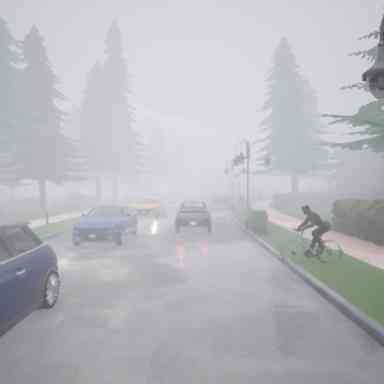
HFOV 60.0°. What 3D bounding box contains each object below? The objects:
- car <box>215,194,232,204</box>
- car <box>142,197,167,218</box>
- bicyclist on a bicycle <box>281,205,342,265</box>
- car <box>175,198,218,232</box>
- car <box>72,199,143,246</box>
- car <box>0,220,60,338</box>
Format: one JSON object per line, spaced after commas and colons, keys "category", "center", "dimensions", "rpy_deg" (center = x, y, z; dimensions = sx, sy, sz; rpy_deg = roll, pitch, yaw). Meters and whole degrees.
{"category": "car", "center": [4.524, 0.916, 48.222], "dimensions": [1.994, 1.385, 4.181], "rpy_deg": [0, 1, 16]}
{"category": "car", "center": [-3.208, 1.138, 25.927], "dimensions": [1.882, 1.535, 5.008], "rpy_deg": [0, 1, 5]}
{"category": "bicyclist on a bicycle", "center": [3.216, 1.175, 8.948], "dimensions": [1.656, 1.620, 0.582], "rpy_deg": [0, 1, 0]}
{"category": "car", "center": [0.103, 1.247, 18.271], "dimensions": [2.128, 1.511, 4.902], "rpy_deg": [0, 1, 1]}
{"category": "car", "center": [-3.592, 1.288, 14.522], "dimensions": [1.882, 1.535, 5.008], "rpy_deg": [0, 1, 1]}
{"category": "car", "center": [-3.599, 1.294, 4.543], "dimensions": [2.097, 1.767, 4.553], "rpy_deg": [0, 1, 0]}
